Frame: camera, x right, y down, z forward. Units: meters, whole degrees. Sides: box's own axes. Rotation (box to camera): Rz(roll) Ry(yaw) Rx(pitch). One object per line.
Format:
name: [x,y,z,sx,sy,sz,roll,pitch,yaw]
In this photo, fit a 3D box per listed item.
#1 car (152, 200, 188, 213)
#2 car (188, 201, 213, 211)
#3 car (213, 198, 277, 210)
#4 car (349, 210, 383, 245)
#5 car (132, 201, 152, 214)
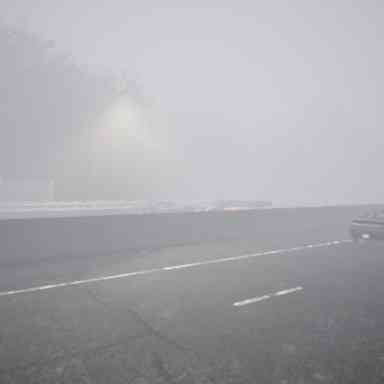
car: [-0.785,1.619,29.210,4.718,1.301,1.895,0,0,-35]
car: [2.331,1.371,27.127,4.553,1.767,2.097,0,0,-35]
car: [4.172,1.370,24.143,4.553,1.767,2.097,0,0,-35]
car: [8.772,1.507,14.417,4.902,1.511,2.128,0,0,-35]
car: [-3.304,1.525,31.706,4.892,1.490,1.837,1,0,-35]
